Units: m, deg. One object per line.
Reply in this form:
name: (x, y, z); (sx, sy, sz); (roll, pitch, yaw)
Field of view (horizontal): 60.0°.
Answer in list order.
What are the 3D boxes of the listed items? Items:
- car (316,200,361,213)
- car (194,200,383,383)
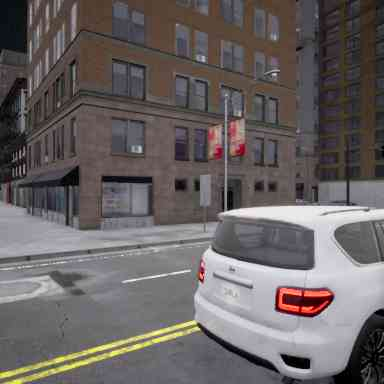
car: (16.982, 1.597, 38.728); (1.947, 1.339, 4.313); (0, 0, -35)
car: (2.645, 1.222, 5.312); (5.566, 2.045, 2.150); (0, 0, -35)
